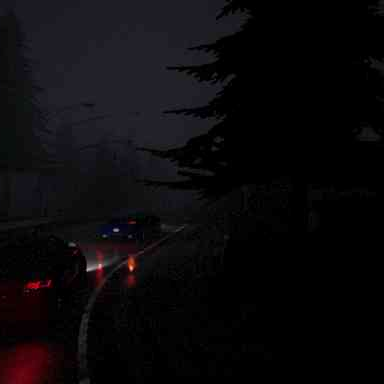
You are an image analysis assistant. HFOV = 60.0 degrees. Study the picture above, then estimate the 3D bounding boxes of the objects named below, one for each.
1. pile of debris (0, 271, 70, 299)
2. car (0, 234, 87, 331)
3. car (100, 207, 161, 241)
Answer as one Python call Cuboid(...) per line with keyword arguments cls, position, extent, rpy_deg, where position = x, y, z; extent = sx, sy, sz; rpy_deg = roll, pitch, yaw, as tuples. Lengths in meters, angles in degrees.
Cuboid(cls="pile of debris", position=(-3.966, 2.185, 7.973), extent=(1.500, 0.140, 1.860), rpy_deg=(0, 0, -4))
Cuboid(cls="car", position=(-3.475, 1.568, 6.925), extent=(1.994, 1.385, 4.181), rpy_deg=(0, 0, -11))
Cuboid(cls="car", position=(-2.930, 1.496, 16.816), extent=(1.882, 1.535, 5.008), rpy_deg=(0, 0, 8))
